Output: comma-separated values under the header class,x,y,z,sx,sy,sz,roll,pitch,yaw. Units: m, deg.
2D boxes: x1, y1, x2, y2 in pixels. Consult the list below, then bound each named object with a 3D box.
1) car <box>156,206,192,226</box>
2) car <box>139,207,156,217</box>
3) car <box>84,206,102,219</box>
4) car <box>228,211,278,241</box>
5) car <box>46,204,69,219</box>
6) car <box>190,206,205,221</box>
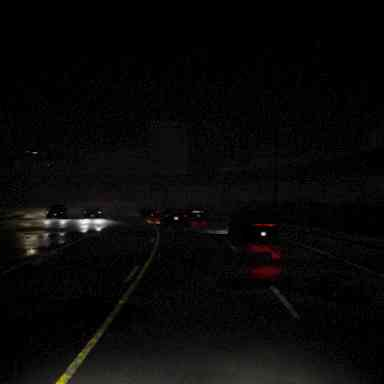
class,x,y,z,sx,sy,sz,roll,pitch,yaw
car,-1.608,2.083,28.043,1.994,1.385,4.181,1,-2,-11
car,-5.701,2.581,43.649,1.895,1.301,4.718,1,-2,-19
car,-11.109,2.289,37.200,1.895,1.301,4.718,1,-2,-17
car,3.238,1.809,18.406,1.837,1.490,4.892,1,-1,-5
car,-14.256,2.084,35.364,1.837,1.490,4.892,2,-2,-16
car,0.073,2.324,36.682,2.128,1.511,4.902,1,-2,-14
